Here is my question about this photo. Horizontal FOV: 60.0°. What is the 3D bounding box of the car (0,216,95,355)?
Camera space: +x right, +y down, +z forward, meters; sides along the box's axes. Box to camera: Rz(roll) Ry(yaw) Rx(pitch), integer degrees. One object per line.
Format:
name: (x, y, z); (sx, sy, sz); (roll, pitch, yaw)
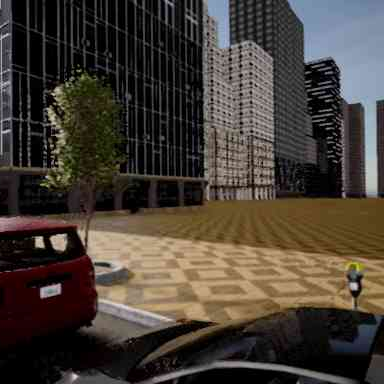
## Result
car: (-3.703, 1.317, 5.534); (5.009, 1.841, 2.192); (0, -1, 36)

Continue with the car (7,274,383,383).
car: (0.792, 1.566, 2.323); (4.313, 1.339, 1.947); (0, -1, 36)
